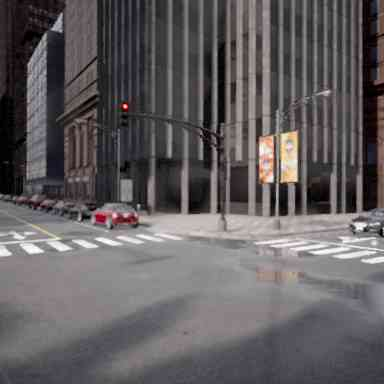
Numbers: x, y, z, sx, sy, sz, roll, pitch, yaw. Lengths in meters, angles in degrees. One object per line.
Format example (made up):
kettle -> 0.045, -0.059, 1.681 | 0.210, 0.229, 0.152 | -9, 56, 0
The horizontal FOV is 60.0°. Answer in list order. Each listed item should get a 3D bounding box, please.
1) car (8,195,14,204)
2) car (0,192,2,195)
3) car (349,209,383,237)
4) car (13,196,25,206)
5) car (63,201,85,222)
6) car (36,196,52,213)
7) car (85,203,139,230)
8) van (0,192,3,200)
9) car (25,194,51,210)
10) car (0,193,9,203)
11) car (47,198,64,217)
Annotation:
car -> -27.777, 1.332, 53.487 | 1.947, 1.339, 4.313 | 1, 0, -35
car -> -40.775, 1.211, 71.852 | 1.802, 1.307, 4.206 | 1, 0, -35
car -> 11.308, 1.757, 19.656 | 4.902, 1.511, 2.128 | 1, -1, -32
car -> -24.527, 1.345, 48.897 | 1.887, 1.381, 4.507 | 1, 0, -35
car -> -8.280, 1.525, 25.941 | 1.947, 1.339, 4.313 | 1, 0, -35
car -> -14.779, 1.442, 35.123 | 1.887, 1.381, 4.507 | 1, 0, -35
car -> -5.029, 1.430, 21.351 | 1.967, 1.590, 4.097 | 1, 0, -35
van -> -47.270, 0.897, 81.034 | 1.690, 1.788, 3.998 | 1, 0, -35
car -> -18.025, 1.180, 39.715 | 2.192, 1.841, 5.009 | 1, 0, -35
car -> -34.276, 1.265, 62.669 | 1.947, 1.339, 4.313 | 1, 0, -35
car -> -11.530, 1.479, 30.532 | 2.008, 1.369, 4.403 | 1, 0, -35
